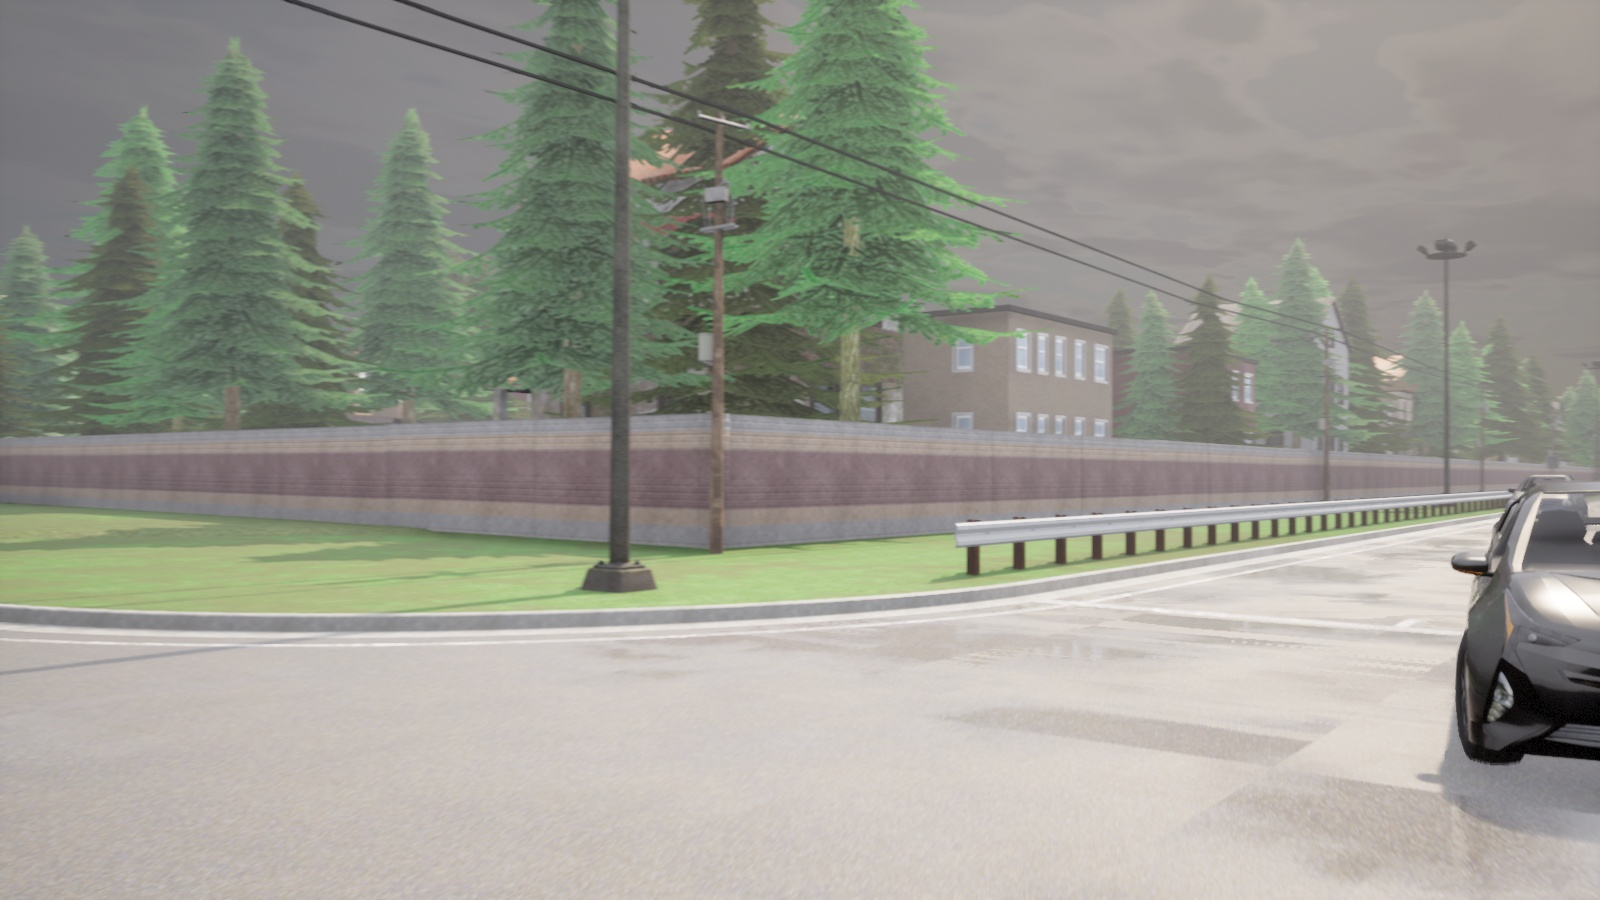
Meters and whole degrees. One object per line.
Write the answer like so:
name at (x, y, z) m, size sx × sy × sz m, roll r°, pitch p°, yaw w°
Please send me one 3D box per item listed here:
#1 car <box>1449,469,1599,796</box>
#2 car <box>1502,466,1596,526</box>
car at (5.132, 0.880, 7.691) m, size 2.007 × 1.525 × 4.514 m, roll -1°, pitch -1°, yaw 28°
car at (21.413, 1.271, 35.839) m, size 1.851 × 1.617 × 3.988 m, roll -1°, pitch -1°, yaw 37°
